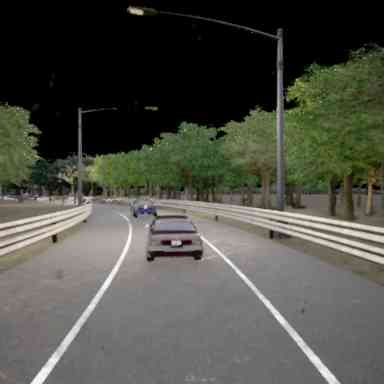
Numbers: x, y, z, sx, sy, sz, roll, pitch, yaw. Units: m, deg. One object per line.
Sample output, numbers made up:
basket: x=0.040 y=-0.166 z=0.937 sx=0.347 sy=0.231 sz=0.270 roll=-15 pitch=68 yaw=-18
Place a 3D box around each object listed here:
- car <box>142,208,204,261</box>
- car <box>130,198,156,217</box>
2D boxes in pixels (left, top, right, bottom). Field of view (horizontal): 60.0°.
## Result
car: x=-0.747 y=1.564 z=12.414 sx=2.033 sy=1.411 sz=5.357 roll=0 pitch=0 yaw=-6
car: x=-4.728 y=1.418 z=31.809 sx=2.097 sy=1.767 sz=4.553 roll=0 pitch=0 yaw=-15
